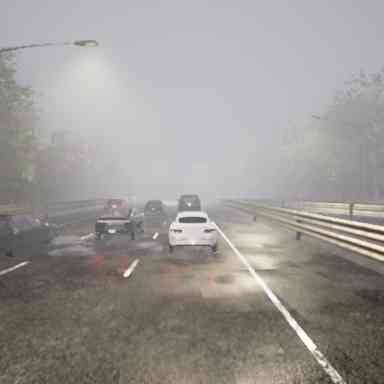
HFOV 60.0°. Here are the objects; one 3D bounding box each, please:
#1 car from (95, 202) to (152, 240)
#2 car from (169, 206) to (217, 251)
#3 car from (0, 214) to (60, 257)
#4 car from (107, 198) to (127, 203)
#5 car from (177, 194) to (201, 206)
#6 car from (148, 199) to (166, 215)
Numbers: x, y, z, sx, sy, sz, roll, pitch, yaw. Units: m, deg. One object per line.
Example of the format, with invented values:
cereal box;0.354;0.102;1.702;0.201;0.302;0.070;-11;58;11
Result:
car;-3.521;1.502;16.963;2.128;1.511;4.902;0;0;-1
car;0.013;1.533;14.015;1.812;1.442;4.674;0;0;-1
car;-6.974;1.556;12.839;2.033;1.411;5.357;0;0;-1
car;-7.304;1.382;33.151;2.097;1.767;4.553;0;0;-1
car;-0.285;1.248;32.525;2.150;2.045;5.566;0;0;-1
car;-3.843;1.509;34.930;1.882;1.535;5.008;0;0;-1
